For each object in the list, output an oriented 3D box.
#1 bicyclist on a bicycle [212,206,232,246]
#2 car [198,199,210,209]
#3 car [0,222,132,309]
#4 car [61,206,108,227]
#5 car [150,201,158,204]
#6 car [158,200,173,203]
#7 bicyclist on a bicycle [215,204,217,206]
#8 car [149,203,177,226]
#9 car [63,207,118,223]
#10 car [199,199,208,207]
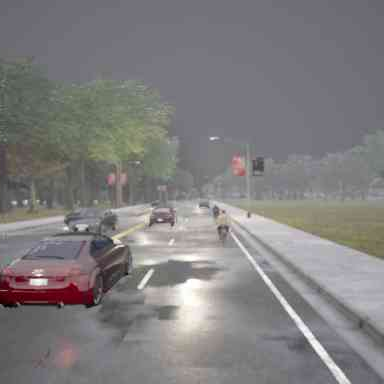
[{"bbox_3d":[1.459,1.615,15.366,0.866,1.612,1.509,0,-1,2],"label":"bicyclist on a bicycle"},{"bbox_3d":[2.165,2.224,58.962,1.837,1.490,4.892,0,-1,2],"label":"car"},{"bbox_3d":[-2.806,1.681,8.240,1.994,1.385,4.181,0,-1,2],"label":"car"},{"bbox_3d":[-8.849,1.939,27.839,2.033,1.411,5.357,0,-1,2],"label":"car"},{"bbox_3d":[-7.367,2.501,68.611,1.895,1.301,4.718,0,-1,2],"label":"car"},{"bbox_3d":[-4.446,2.285,60.585,1.837,1.490,4.892,0,-1,2],"label":"car"},{"bbox_3d":[1.809,1.748,25.117,0.582,1.620,1.656,0,-1,2],"label":"bicyclist on a bicycle"},{"bbox_3d":[-2.202,1.857,26.107,1.812,1.442,4.674,0,-1,2],"label":"car"},{"bbox_3d":[-5.851,1.773,20.299,2.128,1.511,4.902,0,-1,2],"label":"car"},{"bbox_3d":[2.566,2.396,73.871,1.882,1.535,5.008,0,-1,2],"label":"car"}]
